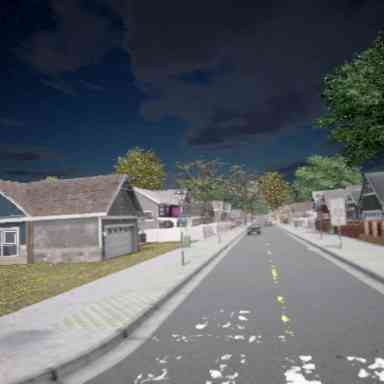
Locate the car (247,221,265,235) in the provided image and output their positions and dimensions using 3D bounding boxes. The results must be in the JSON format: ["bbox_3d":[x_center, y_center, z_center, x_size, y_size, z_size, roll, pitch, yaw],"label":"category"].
[{"bbox_3d":[8.584,5.130,45.713,2.033,1.411,5.357,-4,-5,11],"label":"car"}]

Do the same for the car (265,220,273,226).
[{"bbox_3d":[19.376,7.959,84.229,1.994,1.385,4.181,-4,-5,11],"label":"car"}]
